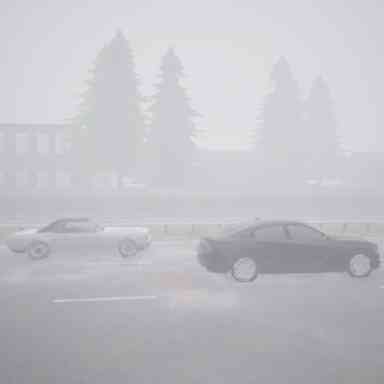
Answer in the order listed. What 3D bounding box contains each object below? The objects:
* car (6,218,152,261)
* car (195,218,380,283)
[{"bbox_3d":[-3.789,1.593,11.892,4.718,1.301,1.895,0,0,-7],"label":"car"},{"bbox_3d":[2.587,1.467,9.202,5.008,1.535,1.882,0,0,-7],"label":"car"}]
